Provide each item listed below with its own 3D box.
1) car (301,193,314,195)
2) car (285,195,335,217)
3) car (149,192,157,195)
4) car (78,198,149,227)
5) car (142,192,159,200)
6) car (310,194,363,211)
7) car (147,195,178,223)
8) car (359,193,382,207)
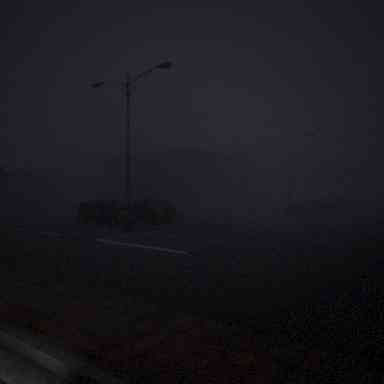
[{"bbox_3d":[16.755,1.255,51.006,3.806,1.475,1.970,0,0,36],"label":"car"},{"bbox_3d":[9.796,1.264,28.345,3.633,1.501,1.845,0,0,36],"label":"car"},{"bbox_3d":[-7.947,1.161,73.803,2.242,1.667,4.611,0,0,36],"label":"car"},{"bbox_3d":[-5.189,1.235,20.727,4.514,1.523,2.007,0,0,36],"label":"car"},{"bbox_3d":[-9.966,0.957,80.642,1.905,1.878,3.866,0,0,36],"label":"car"},{"bbox_3d":[15.716,1.242,36.395,4.514,1.523,2.007,0,0,36],"label":"car"},{"bbox_3d":[-3.383,1.226,23.292,5.027,1.636,2.152,0,0,36],"label":"car"},{"bbox_3d":[23.630,1.046,46.041,4.605,1.855,1.932,0,0,36],"label":"car"}]
